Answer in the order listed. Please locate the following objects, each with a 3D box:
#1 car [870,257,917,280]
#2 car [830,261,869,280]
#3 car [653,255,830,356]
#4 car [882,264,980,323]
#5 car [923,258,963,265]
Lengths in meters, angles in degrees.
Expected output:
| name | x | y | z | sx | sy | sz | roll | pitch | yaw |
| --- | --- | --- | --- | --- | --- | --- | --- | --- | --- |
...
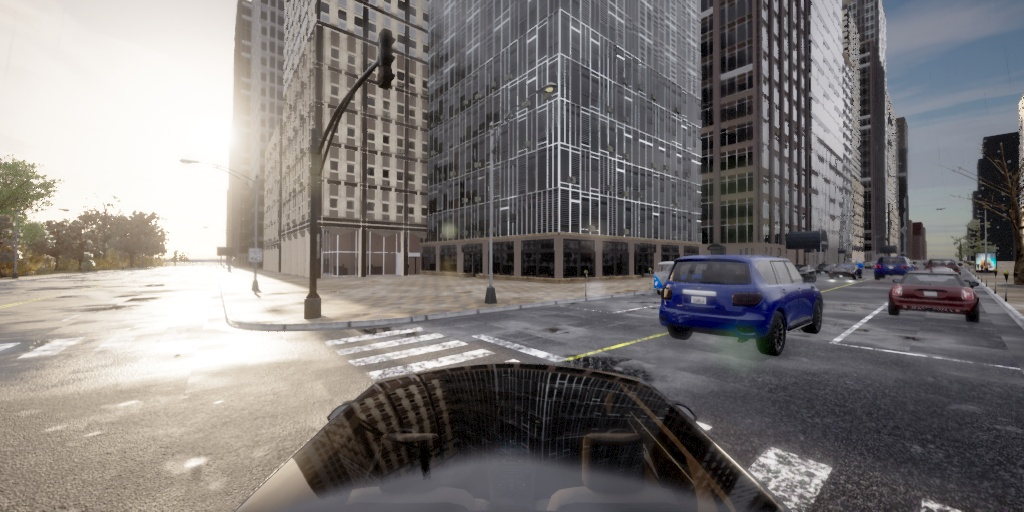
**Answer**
| name | x | y | z | sx | sy | sz | roll | pitch | yaw |
| --- | --- | --- | --- | --- | --- | --- | --- | --- | --- |
| car | 33.514 | 1.067 | 31.369 | 5.566 | 2.045 | 2.150 | 0 | 0 | -38 |
| car | 31.252 | 1.413 | 33.490 | 5.357 | 1.411 | 2.033 | 0 | -1 | -39 |
| car | 5.867 | 0.995 | 8.963 | 5.566 | 2.045 | 2.150 | 0 | 0 | -39 |
| car | 14.534 | 1.211 | 12.382 | 4.097 | 1.591 | 1.967 | 0 | 0 | -39 |
| car | 36.516 | 1.144 | 30.431 | 5.009 | 1.841 | 2.192 | 0 | 0 | -39 |
